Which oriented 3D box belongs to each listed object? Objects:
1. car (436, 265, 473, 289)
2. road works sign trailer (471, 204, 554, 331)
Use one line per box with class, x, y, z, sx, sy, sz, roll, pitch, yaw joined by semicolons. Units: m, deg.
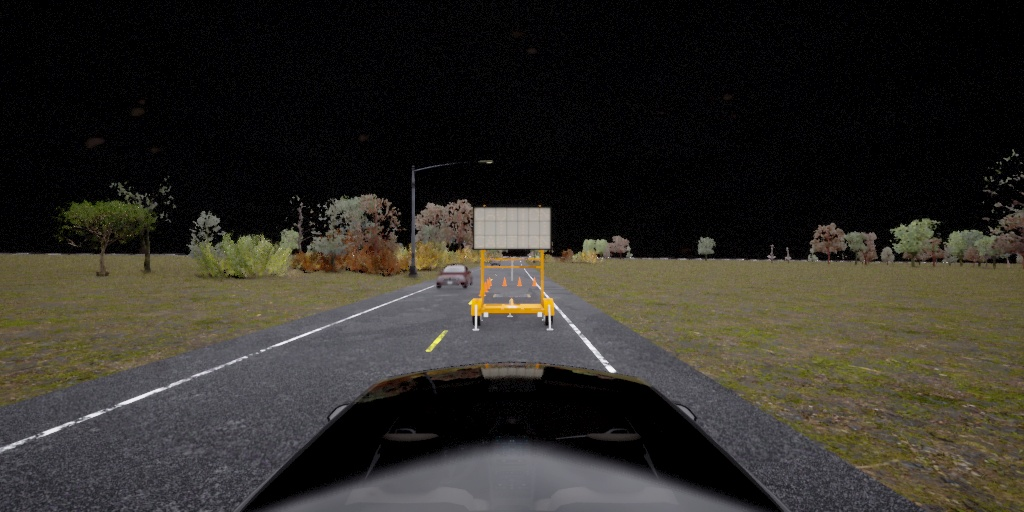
car;-3.594;1.286;23.071;1.812;1.442;4.674;0;0;0
road works sign trailer;0.007;0.218;11.055;2.380;3.560;2.880;0;0;-1
